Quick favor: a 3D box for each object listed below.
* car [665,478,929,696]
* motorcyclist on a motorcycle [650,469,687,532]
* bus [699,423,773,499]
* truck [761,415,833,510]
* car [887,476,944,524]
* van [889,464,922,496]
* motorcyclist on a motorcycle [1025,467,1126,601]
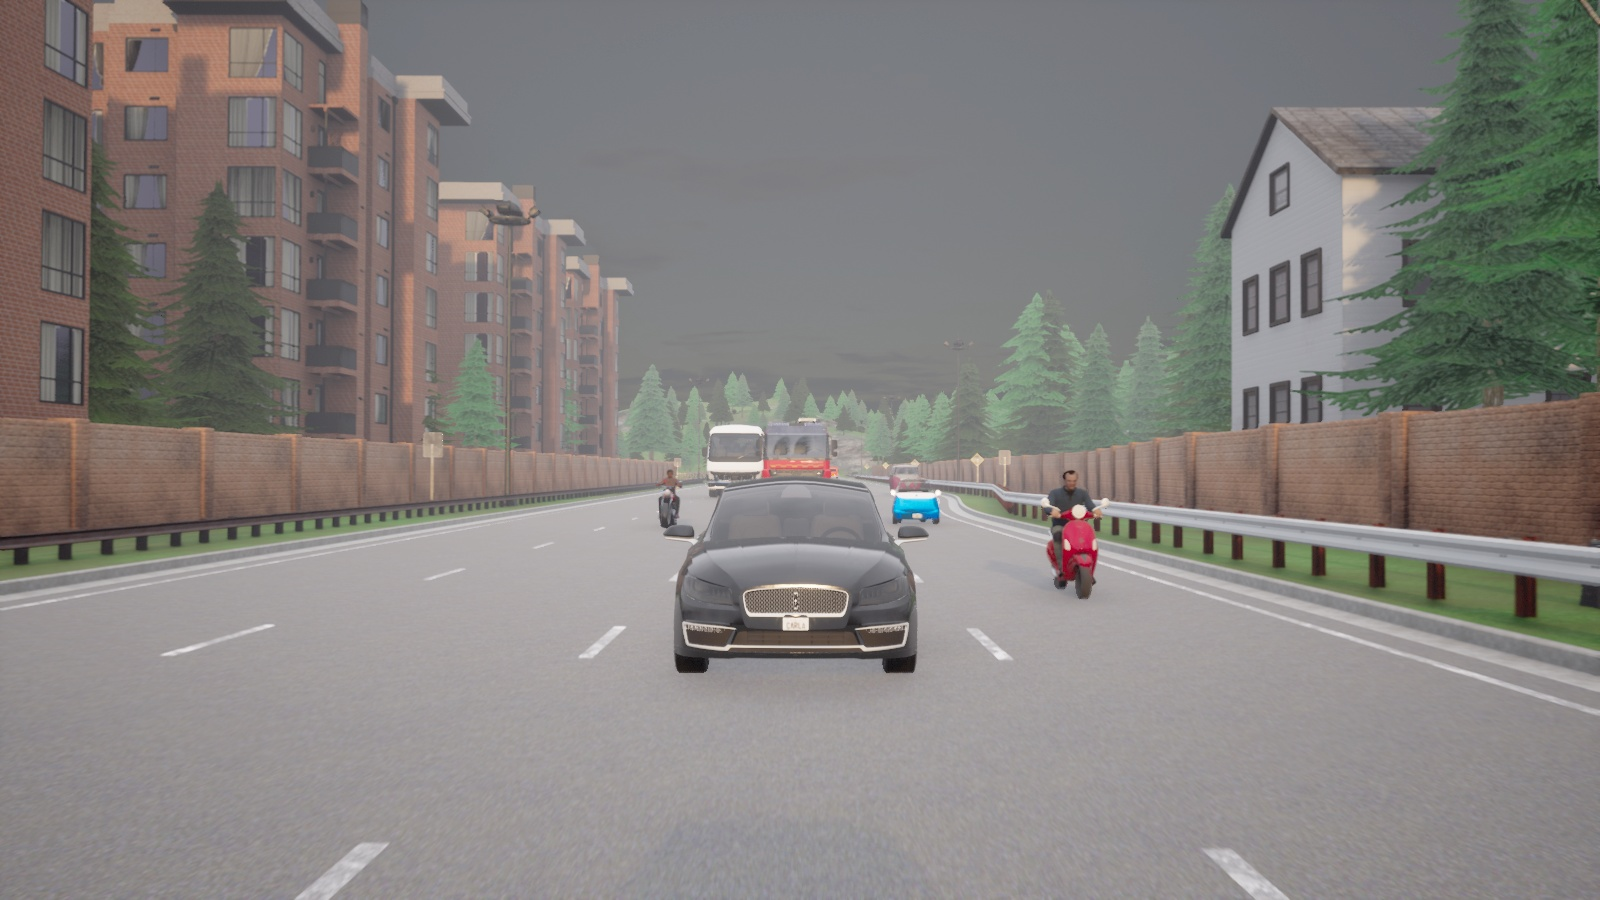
[{"bbox_3d":[-0.027,1.007,11.217,1.837,1.490,4.892,0,-1,0],"label":"car"},{"bbox_3d":[-3.584,1.355,34.391,0.766,1.649,2.350,0,-1,0],"label":"motorcyclist on a motorcycle"},{"bbox_3d":[-3.687,0.711,75.161,3.944,4.253,10.273,0,-1,0],"label":"bus"},{"bbox_3d":[-0.138,0.573,55.103,2.891,3.827,8.468,0,-1,0],"label":"truck"},{"bbox_3d":[3.410,1.482,37.396,1.481,1.376,2.207,0,-1,0],"label":"car"},{"bbox_3d":[6.756,1.893,80.795,1.775,1.987,4.442,0,-1,1],"label":"van"},{"bbox_3d":[3.459,1.021,15.917,0.866,1.590,1.817,0,-1,0],"label":"motorcyclist on a motorcycle"}]
